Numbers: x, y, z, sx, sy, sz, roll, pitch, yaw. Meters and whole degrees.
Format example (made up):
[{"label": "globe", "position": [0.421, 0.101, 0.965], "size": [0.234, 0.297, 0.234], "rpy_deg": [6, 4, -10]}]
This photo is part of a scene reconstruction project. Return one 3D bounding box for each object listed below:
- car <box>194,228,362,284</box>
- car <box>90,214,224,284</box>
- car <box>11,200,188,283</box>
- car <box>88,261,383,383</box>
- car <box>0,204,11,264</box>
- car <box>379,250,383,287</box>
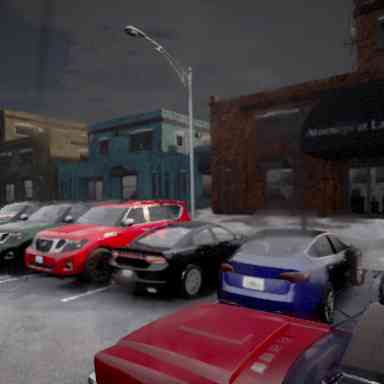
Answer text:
[{"label": "car", "position": [2.354, 1.530, 7.311], "size": [2.163, 1.488, 4.792], "rpy_deg": [-1, 0, 36]}, {"label": "car", "position": [0.094, 1.527, 8.882], "size": [2.097, 1.535, 5.008], "rpy_deg": [-1, -1, 36]}, {"label": "car", "position": [-2.167, 1.315, 10.466], "size": [2.435, 2.045, 5.566], "rpy_deg": [-1, -1, 36]}, {"label": "car", "position": [1.377, 1.602, 2.396], "size": [4.718, 1.301, 1.895], "rpy_deg": [-1, 0, 36]}, {"label": "car", "position": [-4.408, 1.356, 12.065], "size": [2.435, 2.045, 5.566], "rpy_deg": [-1, -1, 35]}, {"label": "car", "position": [4.599, 1.349, 5.712], "size": [2.185, 1.767, 4.553], "rpy_deg": [-1, 0, 36]}]
